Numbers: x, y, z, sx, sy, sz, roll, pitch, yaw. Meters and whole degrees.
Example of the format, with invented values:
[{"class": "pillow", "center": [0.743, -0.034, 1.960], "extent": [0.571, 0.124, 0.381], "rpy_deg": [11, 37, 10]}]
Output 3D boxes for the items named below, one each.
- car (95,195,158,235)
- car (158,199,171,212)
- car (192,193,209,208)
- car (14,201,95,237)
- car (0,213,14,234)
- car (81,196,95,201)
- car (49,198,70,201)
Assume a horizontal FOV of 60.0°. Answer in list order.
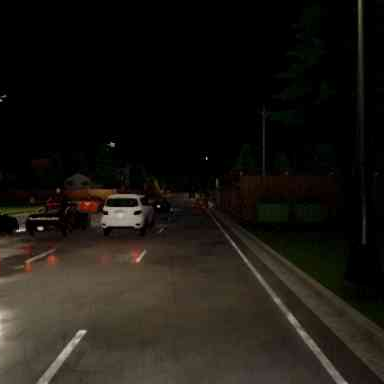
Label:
[{"class": "car", "center": [-3.396, 1.162, 18.489], "extent": [2.150, 2.045, 5.566], "rpy_deg": [0, 0, 0]}, {"class": "car", "center": [-3.396, 1.450, 36.125], "extent": [1.994, 1.385, 4.181], "rpy_deg": [0, 0, 0]}, {"class": "car", "center": [1.230, 1.317, 43.996], "extent": [1.801, 1.575, 5.366], "rpy_deg": [0, 0, 0]}, {"class": "car", "center": [-6.899, 1.436, 17.571], "extent": [2.128, 1.511, 4.902], "rpy_deg": [0, 0, 0]}, {"class": "car", "center": [-10.398, 1.512, 16.312], "extent": [1.994, 1.385, 4.181], "rpy_deg": [0, 0, 0]}, {"class": "car", "center": [-10.396, 1.240, 35.261], "extent": [2.097, 1.767, 4.553], "rpy_deg": [0, 0, 0]}, {"class": "car", "center": [-13.968, 1.392, 35.599], "extent": [1.837, 1.490, 4.892], "rpy_deg": [0, 0, 0]}]
